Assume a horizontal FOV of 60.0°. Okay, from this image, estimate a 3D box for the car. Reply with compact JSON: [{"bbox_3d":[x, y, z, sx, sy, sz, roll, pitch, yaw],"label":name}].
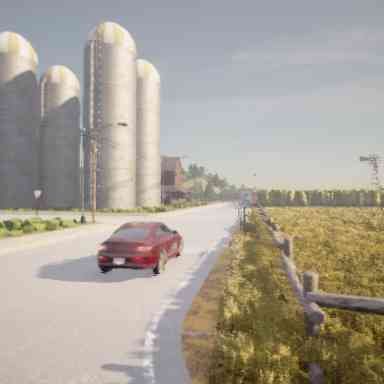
[{"bbox_3d":[-1.554,1.690,11.039,1.812,1.442,4.674,0,-1,9],"label":"car"}]
